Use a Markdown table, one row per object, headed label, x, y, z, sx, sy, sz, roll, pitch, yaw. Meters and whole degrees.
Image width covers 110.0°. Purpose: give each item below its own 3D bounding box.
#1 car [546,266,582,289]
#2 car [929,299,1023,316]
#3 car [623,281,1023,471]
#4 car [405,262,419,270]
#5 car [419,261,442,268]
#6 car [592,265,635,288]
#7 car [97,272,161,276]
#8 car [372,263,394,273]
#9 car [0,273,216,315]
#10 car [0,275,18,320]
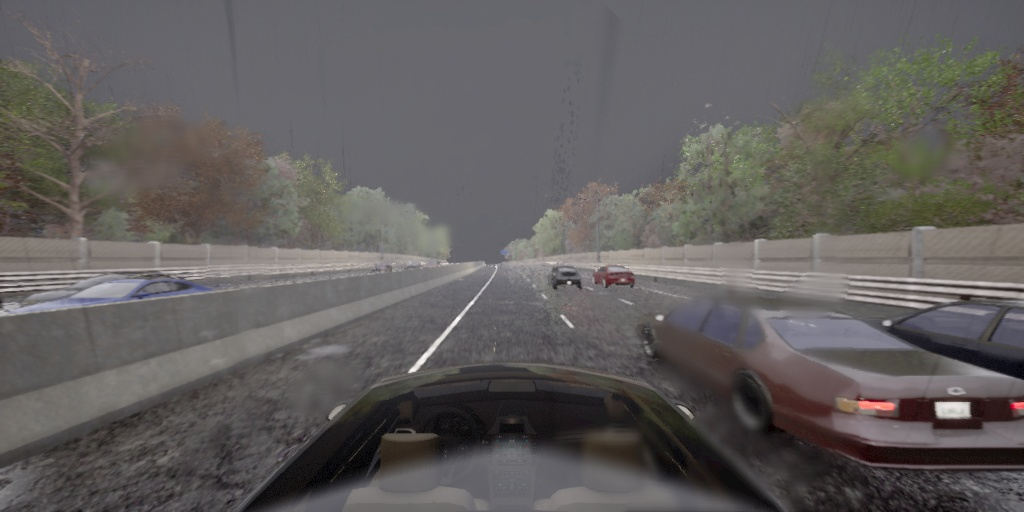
| label | x | y | z | sx | sy | sz | roll | pitch | yaw |
| --- | --- | --- | --- | --- | --- | --- | --- | --- | --- |
| car | 3.468 | 1.405 | 24.365 | 1.837 | 1.490 | 4.892 | 0 | 0 | -1 |
| car | 7.100 | 1.311 | 4.895 | 2.033 | 1.411 | 5.357 | 0 | 0 | 0 |
| car | 3.598 | 1.319 | 5.443 | 2.033 | 1.411 | 5.357 | 0 | 0 | 0 |
| car | -14.780 | 1.667 | 54.681 | 2.033 | 1.411 | 5.357 | 0 | 0 | -1 |
| car | -11.203 | 1.443 | 50.891 | 2.097 | 1.767 | 4.553 | 0 | 0 | -1 |
| car | 6.960 | 1.379 | 25.063 | 1.882 | 1.535 | 5.008 | 0 | 0 | -1 |
| car | -14.129 | 1.347 | 13.054 | 1.837 | 1.490 | 4.892 | 0 | 0 | 0 |
| car | -18.194 | 1.658 | 50.602 | 1.994 | 1.385 | 4.181 | 0 | 0 | -1 |
| car | -10.617 | 1.344 | 10.027 | 1.812 | 1.442 | 4.674 | 0 | 0 | 0 |
| car | -17.620 | 1.351 | 9.797 | 1.812 | 1.442 | 4.674 | 0 | 0 | 0 |
